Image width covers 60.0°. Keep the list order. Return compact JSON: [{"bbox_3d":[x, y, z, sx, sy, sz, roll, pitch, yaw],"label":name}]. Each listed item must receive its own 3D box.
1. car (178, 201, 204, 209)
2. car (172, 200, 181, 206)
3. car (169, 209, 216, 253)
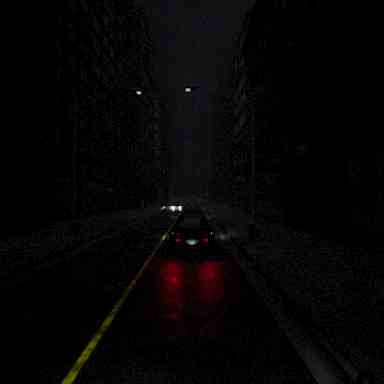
[{"bbox_3d":[0.006,1.776,29.484,1.882,1.535,5.008,0,0,0],"label":"car"},{"bbox_3d":[-2.999,2.284,68.421,1.895,1.301,4.718,0,-1,0],"label":"car"},{"bbox_3d":[0.005,1.668,14.375,1.812,1.442,4.674,0,0,0],"label":"car"}]
